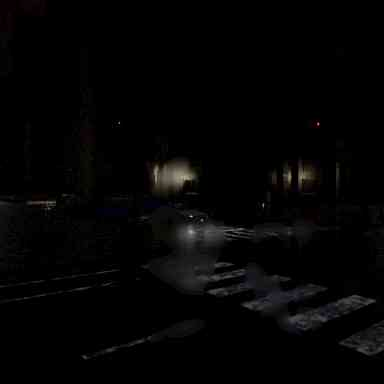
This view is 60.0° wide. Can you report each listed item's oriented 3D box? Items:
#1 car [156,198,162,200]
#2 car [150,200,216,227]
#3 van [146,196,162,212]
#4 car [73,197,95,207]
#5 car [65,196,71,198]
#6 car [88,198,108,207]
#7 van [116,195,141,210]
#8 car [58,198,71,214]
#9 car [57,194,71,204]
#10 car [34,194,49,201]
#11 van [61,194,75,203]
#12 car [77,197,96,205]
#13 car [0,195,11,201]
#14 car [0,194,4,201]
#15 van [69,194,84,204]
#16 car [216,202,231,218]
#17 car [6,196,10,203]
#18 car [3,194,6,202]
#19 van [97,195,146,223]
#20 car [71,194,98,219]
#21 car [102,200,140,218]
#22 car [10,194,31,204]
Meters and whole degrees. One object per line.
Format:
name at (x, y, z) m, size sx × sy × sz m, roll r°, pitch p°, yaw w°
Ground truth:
car at (-1.694, 1.577, 34.330) m, size 1.802 × 1.307 × 4.206 m, roll 0°, pitch 0°, yaw -36°
car at (-0.746, 1.510, 22.958) m, size 1.812 × 1.442 × 4.674 m, roll 0°, pitch 0°, yaw -36°
van at (-5.001, 1.332, 38.945) m, size 1.690 × 1.788 × 3.998 m, roll 0°, pitch 0°, yaw -36°
car at (-16.375, 1.505, 50.159) m, size 1.812 × 1.442 × 4.674 m, roll 0°, pitch 0°, yaw -35°
car at (-13.454, 1.518, 40.685) m, size 2.033 × 1.411 × 5.357 m, roll 0°, pitch 0°, yaw -36°
car at (-14.923, 1.569, 52.788) m, size 1.802 × 1.307 × 4.206 m, roll 0°, pitch 0°, yaw -36°
van at (-8.308, 1.330, 43.560) m, size 1.690 × 1.788 × 3.998 m, roll 0°, pitch 0°, yaw -36°
car at (-11.930, 1.548, 33.977) m, size 1.802 × 1.307 × 4.206 m, roll 0°, pitch 0°, yaw -36°
car at (-22.386, 1.527, 58.460) m, size 2.033 × 1.411 × 5.357 m, roll 0°, pitch 0°, yaw -36°
car at (-38.073, 1.304, 85.093) m, size 2.192 × 1.841 × 5.009 m, roll 0°, pitch 0°, yaw -36°
van at (-24.845, 1.329, 66.634) m, size 1.690 × 1.788 × 3.998 m, roll 0°, pitch 0°, yaw -36°
car at (-18.230, 1.570, 57.403) m, size 1.802 × 1.307 × 4.206 m, roll 0°, pitch 0°, yaw -36°
car at (-44.902, 1.489, 79.985) m, size 1.752 × 1.417 × 4.829 m, roll 0°, pitch 0°, yaw -36°
car at (-41.694, 1.529, 75.510) m, size 1.947 × 1.339 × 4.313 m, roll 0°, pitch 0°, yaw -36°
van at (-21.537, 1.329, 62.019) m, size 1.690 × 1.788 × 3.998 m, roll 0°, pitch 0°, yaw -36°
car at (1.613, 1.549, 29.715) m, size 2.008 × 1.369 × 4.403 m, roll 0°, pitch 0°, yaw -36°
car at (-35.080, 1.403, 66.280) m, size 1.967 × 1.590 × 4.097 m, roll 0°, pitch 0°, yaw -36°
car at (-38.288, 1.488, 70.756) m, size 1.752 × 1.417 × 4.829 m, roll 0°, pitch 0°, yaw -36°
van at (-5.315, 1.314, 24.748) m, size 1.690 × 1.788 × 3.998 m, roll 0°, pitch 0°, yaw -36°
car at (-8.621, 1.284, 29.363) m, size 2.192 × 1.841 × 5.009 m, roll 0°, pitch 0°, yaw -36°
car at (-6.727, 1.503, 31.289) m, size 1.812 × 1.442 × 4.674 m, roll 0°, pitch 0°, yaw -35°
car at (-31.773, 1.513, 61.665) m, size 2.008 × 1.369 × 4.403 m, roll 0°, pitch 0°, yaw -36°
